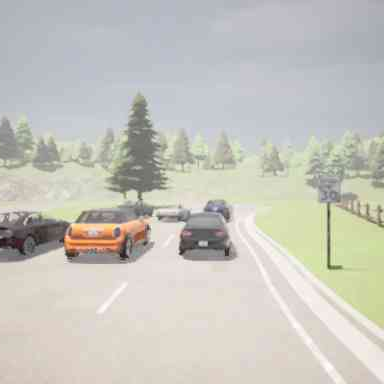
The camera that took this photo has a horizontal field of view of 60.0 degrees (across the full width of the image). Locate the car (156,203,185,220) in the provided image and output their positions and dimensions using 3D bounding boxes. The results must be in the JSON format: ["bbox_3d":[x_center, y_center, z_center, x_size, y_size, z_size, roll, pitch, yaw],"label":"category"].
[{"bbox_3d":[-1.396,1.593,27.211,1.895,1.301,4.718,0,0,12],"label":"car"}]

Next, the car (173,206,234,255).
[{"bbox_3d":[0.550,1.522,13.217,1.812,1.442,4.674,0,0,5],"label":"car"}]

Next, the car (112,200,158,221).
[{"bbox_3d":[-4.722,1.484,28.277,2.128,1.511,4.902,0,0,13],"label":"car"}]

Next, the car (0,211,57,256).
[{"bbox_3d":[-6.477,1.488,13.088,2.128,1.511,4.902,0,0,5],"label":"car"}]

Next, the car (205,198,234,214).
[{"bbox_3d":[2.216,1.344,27.255,2.097,1.767,4.553,0,0,13],"label":"car"}]

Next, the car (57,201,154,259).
[{"bbox_3d":[-2.995,1.348,12.755,2.097,1.767,4.553,0,0,5],"label":"car"}]
